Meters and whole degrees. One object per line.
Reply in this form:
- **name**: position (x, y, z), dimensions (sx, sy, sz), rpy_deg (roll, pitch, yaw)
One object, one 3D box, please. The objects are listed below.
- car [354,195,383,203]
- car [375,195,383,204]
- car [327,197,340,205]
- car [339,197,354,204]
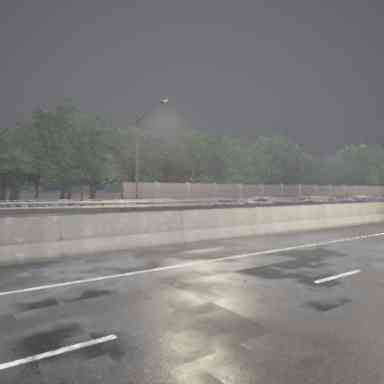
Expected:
- **car**: position (23.190, 1.413, 42.017), dimensions (5.357, 1.411, 2.033), rpy_deg (0, 0, -35)
- **car**: position (34.298, 1.307, 58.518), dimensions (4.892, 1.490, 1.837), rpy_deg (0, 0, -36)
- **car**: position (22.012, 1.419, 49.763), dimensions (4.181, 1.385, 1.994), rpy_deg (0, 0, -35)
- **car**: position (22.981, 1.459, 46.153), dimensions (4.718, 1.301, 1.895), rpy_deg (0, 0, -35)
